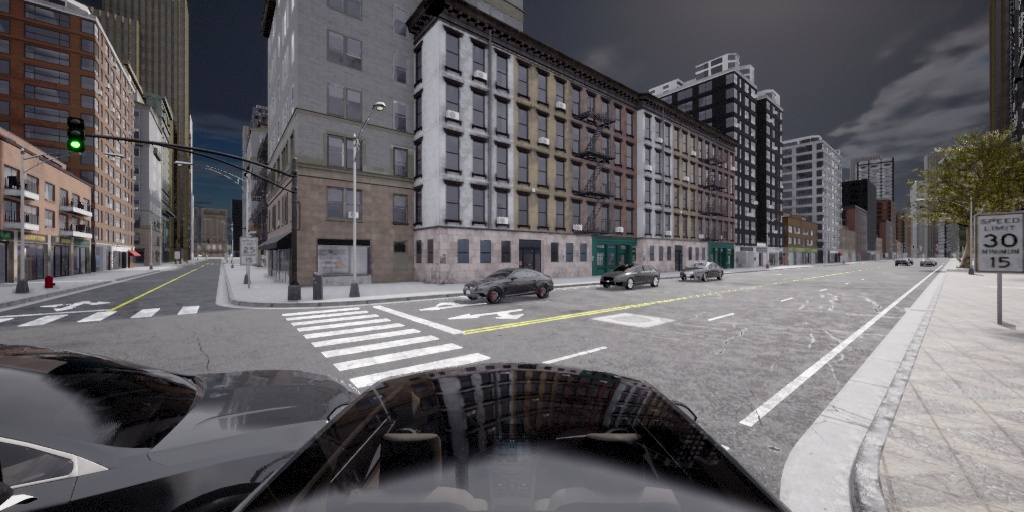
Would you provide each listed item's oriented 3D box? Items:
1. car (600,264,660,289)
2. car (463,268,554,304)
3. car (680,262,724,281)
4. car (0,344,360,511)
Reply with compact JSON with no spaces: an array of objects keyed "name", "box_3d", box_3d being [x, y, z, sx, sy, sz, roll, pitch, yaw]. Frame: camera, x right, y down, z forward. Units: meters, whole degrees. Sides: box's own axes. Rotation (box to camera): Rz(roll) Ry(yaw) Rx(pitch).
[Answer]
[{"name":"car","box_3d":[7.629,1.258,22.972,4.892,1.490,1.837,0,0,-39]},{"name":"car","box_3d":[-0.056,1.286,16.740,4.674,1.442,1.812,0,0,-39]},{"name":"car","box_3d":[15.633,1.235,29.451,4.902,1.511,2.128,0,0,-39]},{"name":"car","box_3d":[-3.224,1.257,1.765,4.892,1.490,1.837,0,0,-35]}]
